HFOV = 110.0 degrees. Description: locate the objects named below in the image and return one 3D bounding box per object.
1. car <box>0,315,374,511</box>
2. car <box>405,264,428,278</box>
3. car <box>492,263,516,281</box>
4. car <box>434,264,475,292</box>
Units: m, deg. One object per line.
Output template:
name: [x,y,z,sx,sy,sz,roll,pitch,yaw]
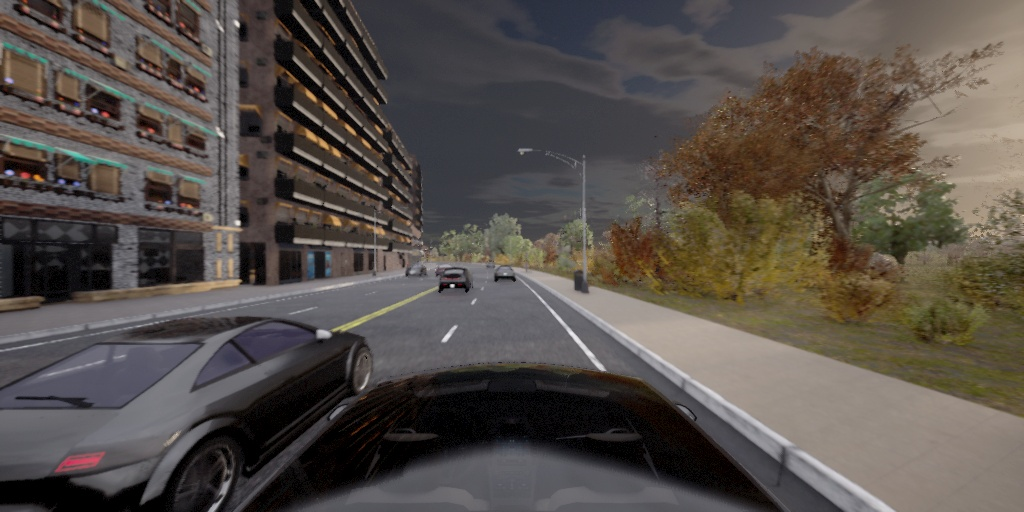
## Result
car: [-3.169,1.353,4.022,1.994,1.385,4.181,0,0,0]
car: [-11.045,1.663,41.612,2.128,1.511,4.902,0,0,-3]
car: [-0.717,1.614,34.537,1.994,1.385,4.181,0,0,-3]
car: [-3.509,1.471,23.066,1.837,1.490,4.892,0,0,-2]
